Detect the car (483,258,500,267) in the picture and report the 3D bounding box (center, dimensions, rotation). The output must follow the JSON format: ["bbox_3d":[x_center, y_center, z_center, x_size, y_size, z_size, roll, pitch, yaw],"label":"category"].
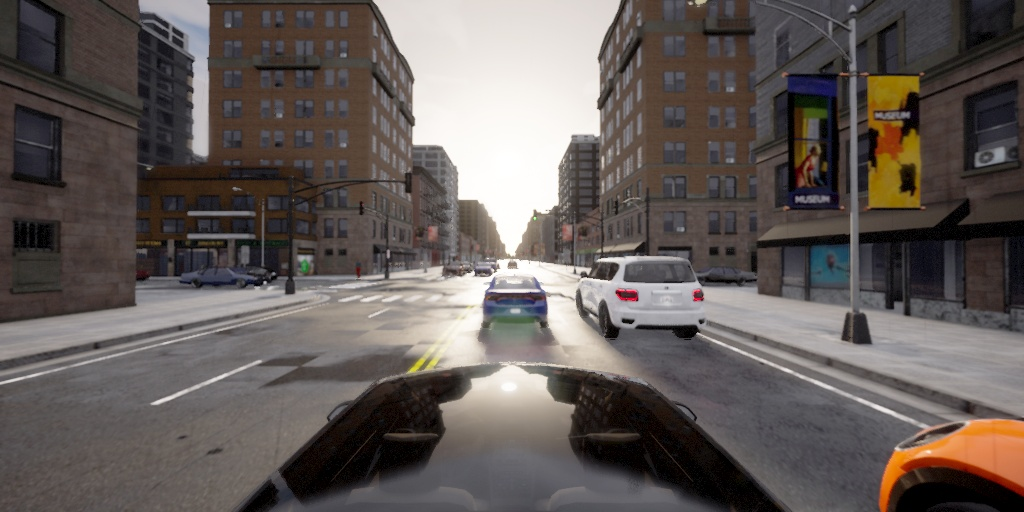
[{"bbox_3d":[-3.320,1.326,52.469,2.150,2.045,5.566,0,0,0],"label":"car"}]

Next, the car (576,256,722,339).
[{"bbox_3d":[3.339,1.036,10.398,2.150,2.045,5.566,0,0,0],"label":"car"}]

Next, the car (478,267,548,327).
[{"bbox_3d":[0.060,1.301,11.913,1.882,1.535,5.008,0,0,-1],"label":"car"}]

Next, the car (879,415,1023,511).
[{"bbox_3d":[3.344,1.091,0.315,2.097,1.767,4.553,0,0,0],"label":"car"}]

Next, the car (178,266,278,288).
[{"bbox_3d":[-19.637,1.455,24.672,5.357,1.411,2.033,0,-1,0],"label":"car"}]

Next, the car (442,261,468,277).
[{"bbox_3d":[-6.581,1.380,40.751,2.097,1.767,4.553,0,0,0],"label":"car"}]

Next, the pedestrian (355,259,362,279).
[{"bbox_3d":[-14.128,1.143,33.006,0.375,1.860,0.375,0,-1,0],"label":"pedestrian"}]

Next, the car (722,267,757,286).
[{"bbox_3d":[15.853,1.524,27.772,5.357,1.411,2.033,0,-1,0],"label":"car"}]

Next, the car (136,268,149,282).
[{"bbox_3d":[-33.134,1.547,30.228,4.207,1.307,1.802,0,0,0],"label":"car"}]

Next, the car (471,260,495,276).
[{"bbox_3d":[-3.332,1.518,42.487,1.882,1.535,5.008,0,0,0],"label":"car"}]

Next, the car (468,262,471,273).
[{"bbox_3d":[-6.573,1.596,49.802,1.837,1.490,4.892,0,0,1],"label":"car"}]
